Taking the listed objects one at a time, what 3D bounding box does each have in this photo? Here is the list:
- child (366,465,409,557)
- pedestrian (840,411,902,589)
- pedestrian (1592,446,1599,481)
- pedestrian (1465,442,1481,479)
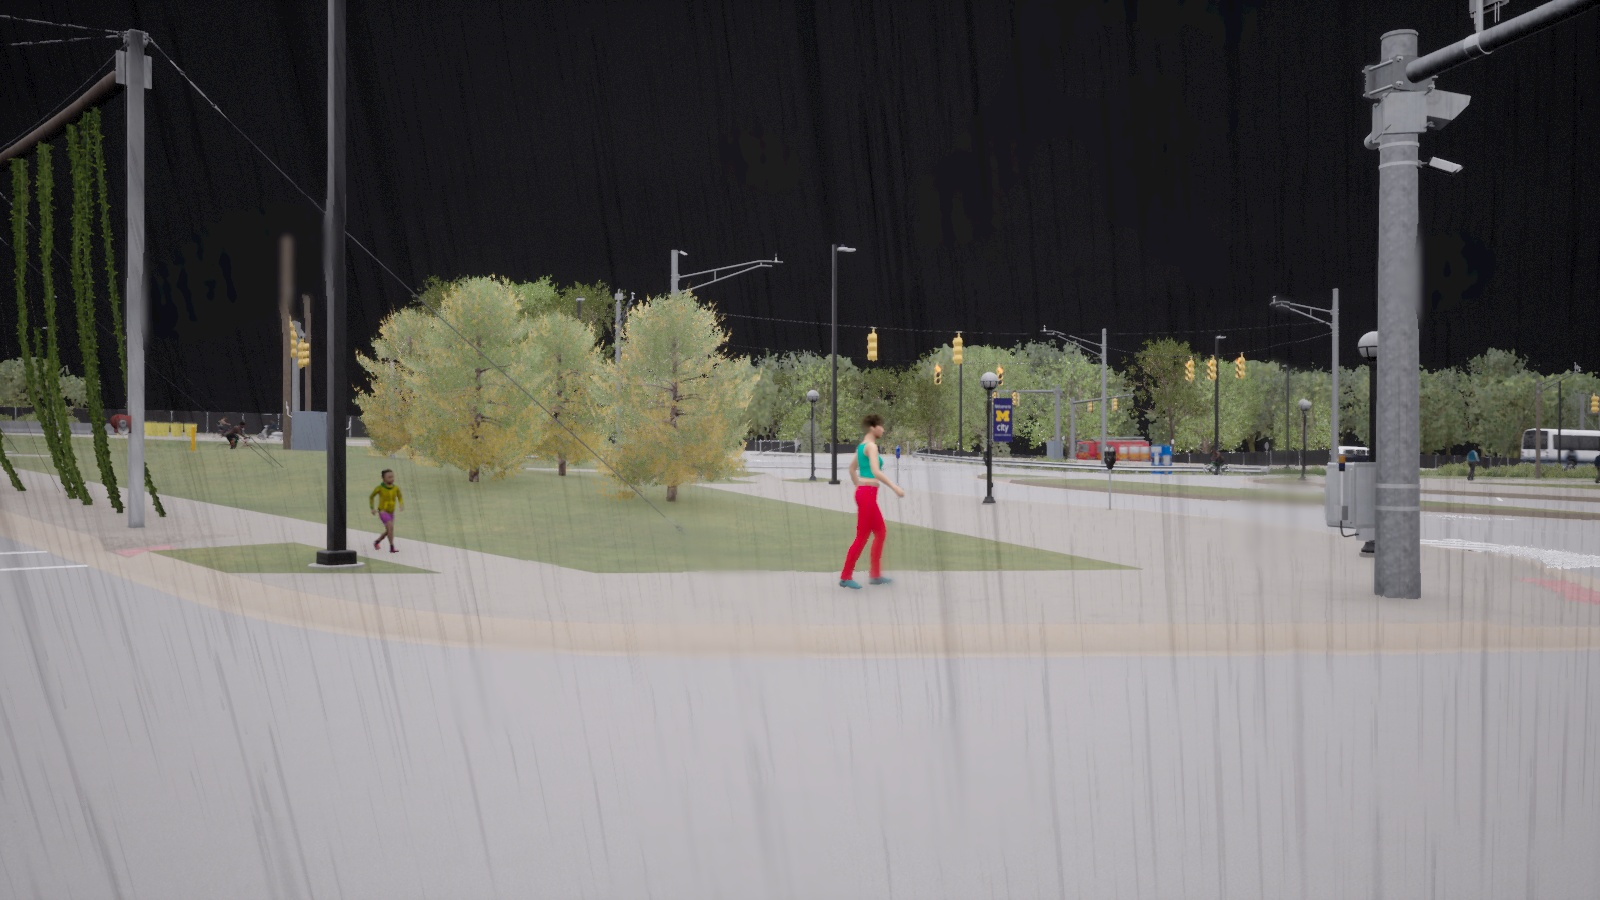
[{"bbox_3d":[-5.307,0.778,16.163,0.473,1.160,0.299,0,0,36],"label":"child"},{"bbox_3d":[0.735,0.513,13.099,0.594,1.836,0.345,0,0,-5],"label":"pedestrian"},{"bbox_3d":[43.121,0.717,67.628,0.726,1.842,0.402,0,0,-18],"label":"pedestrian"},{"bbox_3d":[34.951,0.545,65.227,0.692,1.930,0.396,0,0,-18],"label":"pedestrian"}]
